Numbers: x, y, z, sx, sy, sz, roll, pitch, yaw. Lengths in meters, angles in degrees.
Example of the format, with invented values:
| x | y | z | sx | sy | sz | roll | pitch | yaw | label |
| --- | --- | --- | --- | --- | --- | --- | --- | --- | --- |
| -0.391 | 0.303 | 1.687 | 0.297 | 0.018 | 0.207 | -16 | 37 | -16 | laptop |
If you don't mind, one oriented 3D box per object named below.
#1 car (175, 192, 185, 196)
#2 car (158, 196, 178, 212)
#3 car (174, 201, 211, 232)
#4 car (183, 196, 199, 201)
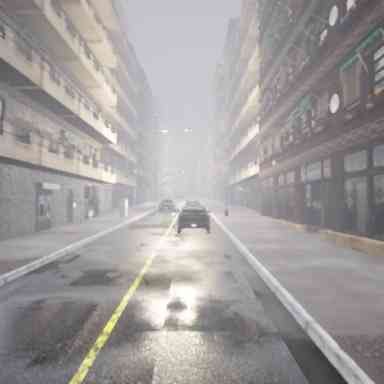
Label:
| x | y | z | sx | sy | sz | roll | pitch | yaw | label |
| --- | --- | --- | --- | --- | --- | --- | --- | --- | --- |
| -2.762 | 0.995 | 79.321 | 2.150 | 2.045 | 5.566 | 0 | 0 | 0 | car |
| -2.848 | 1.551 | 38.705 | 1.837 | 1.490 | 4.892 | 0 | 0 | 0 | car |
| 0.098 | 1.521 | 20.046 | 1.837 | 1.490 | 4.892 | 0 | 0 | 0 | car |
| 0.095 | 1.543 | 41.465 | 2.128 | 1.511 | 4.902 | 0 | 0 | 0 | car |
